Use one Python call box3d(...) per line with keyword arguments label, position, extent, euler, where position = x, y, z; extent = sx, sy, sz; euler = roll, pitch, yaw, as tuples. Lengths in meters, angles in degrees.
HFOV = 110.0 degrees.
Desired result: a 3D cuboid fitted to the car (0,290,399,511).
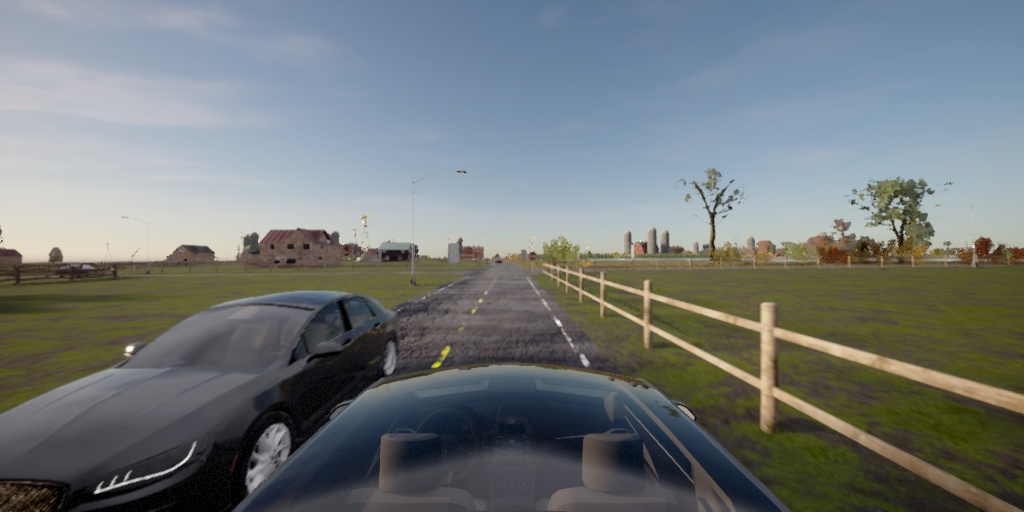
box3d(label="car", position=(-2.851, 1.249, 4.366), extent=(1.837, 1.490, 4.892), euler=(0, 0, 0))
